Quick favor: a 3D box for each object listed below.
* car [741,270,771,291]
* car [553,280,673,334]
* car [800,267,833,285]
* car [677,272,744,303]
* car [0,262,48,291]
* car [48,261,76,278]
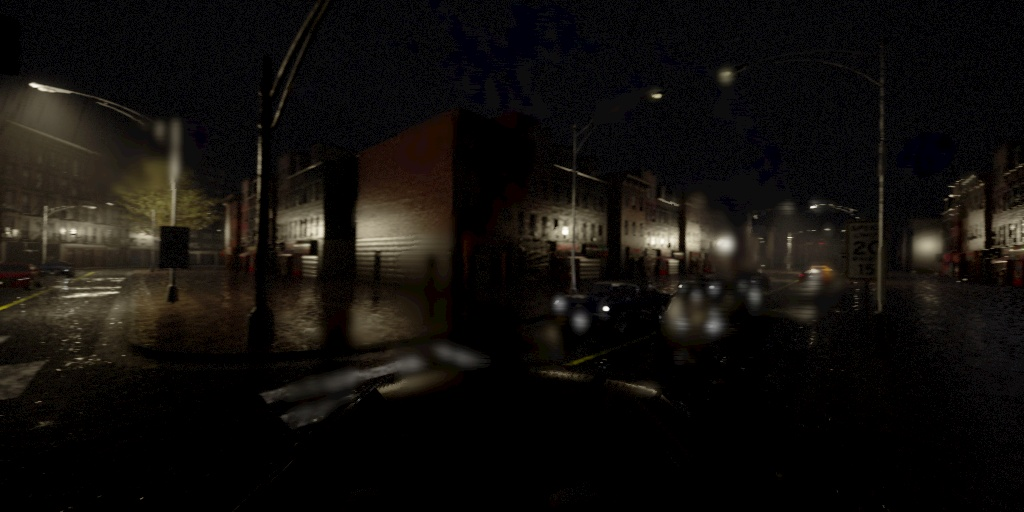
[{"bbox_3d":[17.640,1.711,26.416,2.033,1.411,5.357,0,-1,44],"label":"car"},{"bbox_3d":[3.326,1.463,11.275,1.895,1.301,4.718,0,-1,43],"label":"car"},{"bbox_3d":[28.342,1.928,33.522,1.994,1.385,4.181,0,-1,44],"label":"car"},{"bbox_3d":[10.308,1.610,18.670,1.895,1.301,4.718,0,-1,43],"label":"car"},{"bbox_3d":[-28.132,1.128,20.110,5.008,1.535,1.882,0,-1,44],"label":"car"},{"bbox_3d":[-40.149,1.195,31.631,4.674,1.442,1.812,0,-1,44],"label":"car"}]
